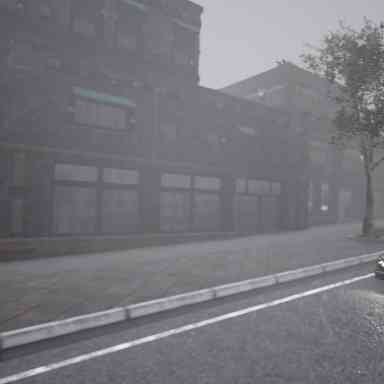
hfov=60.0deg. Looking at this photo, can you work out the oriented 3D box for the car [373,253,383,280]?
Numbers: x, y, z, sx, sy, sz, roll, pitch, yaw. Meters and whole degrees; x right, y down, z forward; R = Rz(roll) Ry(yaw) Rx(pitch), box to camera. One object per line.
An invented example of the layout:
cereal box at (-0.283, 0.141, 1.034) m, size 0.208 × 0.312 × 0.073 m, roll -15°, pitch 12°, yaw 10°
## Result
car at (6.848, 1.552, 8.571) m, size 5.357 × 1.411 × 2.033 m, roll 0°, pitch 0°, yaw -36°
